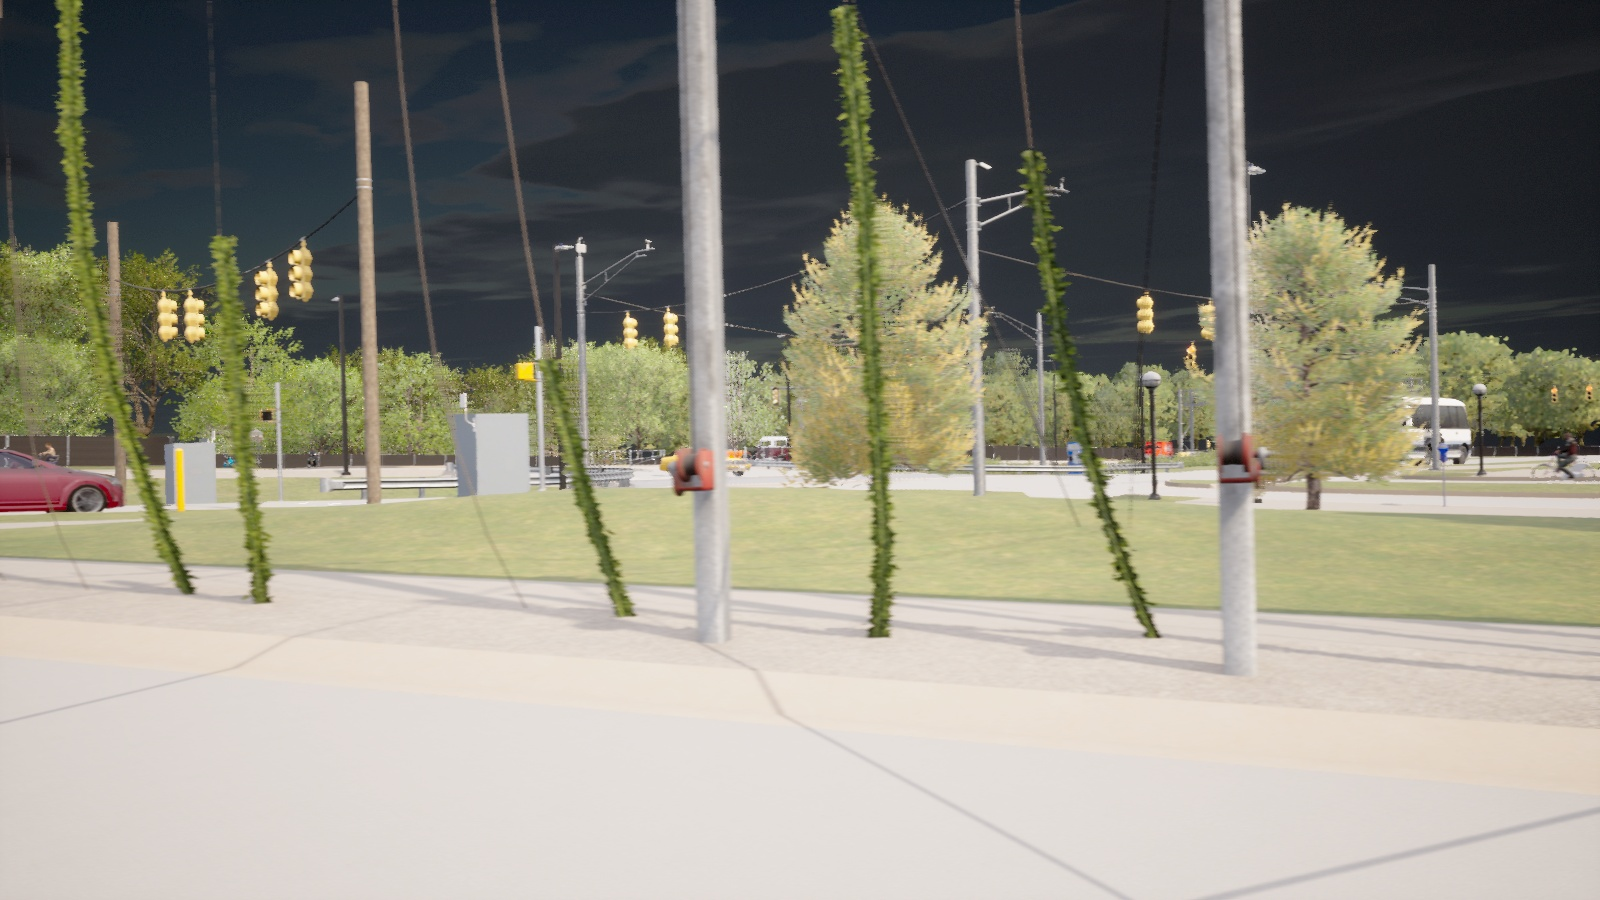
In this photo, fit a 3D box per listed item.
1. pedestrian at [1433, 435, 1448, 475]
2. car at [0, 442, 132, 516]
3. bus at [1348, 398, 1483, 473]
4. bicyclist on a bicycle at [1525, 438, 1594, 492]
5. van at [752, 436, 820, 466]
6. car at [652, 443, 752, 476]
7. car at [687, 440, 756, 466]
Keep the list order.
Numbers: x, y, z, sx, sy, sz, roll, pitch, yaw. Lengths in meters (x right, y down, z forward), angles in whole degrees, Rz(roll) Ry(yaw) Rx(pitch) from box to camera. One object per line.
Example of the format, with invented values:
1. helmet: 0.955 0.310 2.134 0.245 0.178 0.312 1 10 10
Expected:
1. pedestrian: 31.562 0.248 61.877 0.395 1.930 0.692 -1 1 45
2. car: -15.597 0.553 24.451 4.181 1.385 1.994 1 -1 -45
3. bus: 37.314 -0.806 75.890 10.273 4.253 3.944 0 0 -44
4. bicyclist on a bicycle: 25.418 0.497 42.049 0.659 1.776 1.843 0 0 -44
5. van: -0.957 0.084 87.083 4.480 2.038 2.069 1 -1 -44
6. car: -4.806 0.466 61.097 5.366 1.575 1.801 -1 0 45
7. car: -5.438 0.232 87.619 4.553 1.767 2.097 1 -1 -44
